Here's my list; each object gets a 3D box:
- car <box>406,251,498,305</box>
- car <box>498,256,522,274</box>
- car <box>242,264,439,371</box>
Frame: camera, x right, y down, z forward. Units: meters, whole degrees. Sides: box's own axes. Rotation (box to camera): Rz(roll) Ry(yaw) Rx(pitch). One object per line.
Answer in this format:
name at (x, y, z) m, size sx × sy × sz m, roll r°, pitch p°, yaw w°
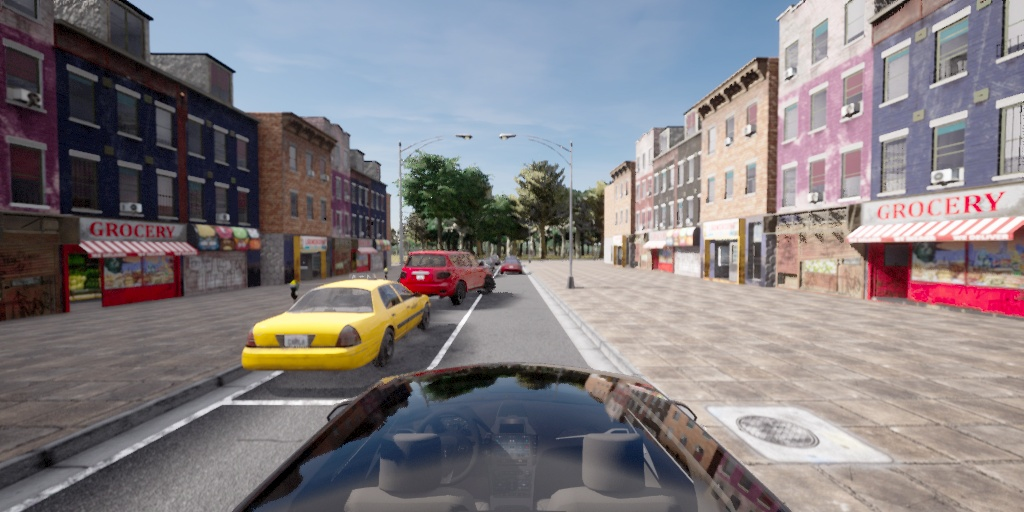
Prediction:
car at (-2.565, 0.806, 15.250) m, size 2.150 × 2.045 × 5.566 m, roll 0°, pitch 1°, yaw 14°
car at (-0.041, 0.923, 34.033) m, size 1.994 × 1.385 × 4.181 m, roll 0°, pitch 1°, yaw 0°
car at (-3.045, 1.134, 7.603) m, size 1.801 × 1.575 × 5.366 m, roll 0°, pitch 1°, yaw 0°
